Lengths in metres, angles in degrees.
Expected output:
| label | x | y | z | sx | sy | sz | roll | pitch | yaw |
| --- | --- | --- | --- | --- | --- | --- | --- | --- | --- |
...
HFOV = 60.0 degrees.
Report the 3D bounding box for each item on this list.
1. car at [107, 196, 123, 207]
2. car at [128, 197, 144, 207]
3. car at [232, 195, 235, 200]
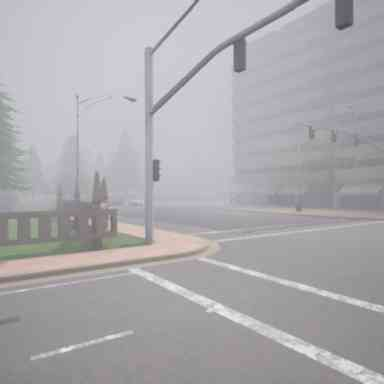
| label | x | y | z | sx | sy | sz | roll | pitch | yaw |
| --- | --- | --- | --- | --- | --- | --- | --- | --- | --- |
| car | -11.530 | 1.382 | 49.642 | 2.128 | 1.511 | 4.902 | 0 | 0 | 0 |
| car | -7.965 | 1.411 | 47.735 | 1.812 | 1.442 | 4.674 | 0 | 0 | -3 |
| car | 11.543 | 1.302 | 81.303 | 4.674 | 1.442 | 1.812 | 0 | 0 | -35 |
